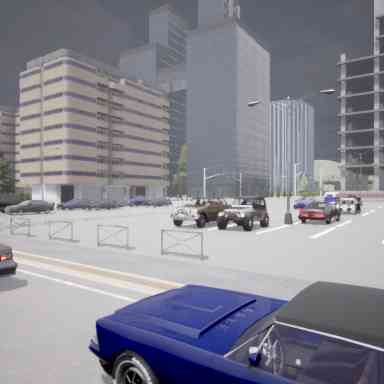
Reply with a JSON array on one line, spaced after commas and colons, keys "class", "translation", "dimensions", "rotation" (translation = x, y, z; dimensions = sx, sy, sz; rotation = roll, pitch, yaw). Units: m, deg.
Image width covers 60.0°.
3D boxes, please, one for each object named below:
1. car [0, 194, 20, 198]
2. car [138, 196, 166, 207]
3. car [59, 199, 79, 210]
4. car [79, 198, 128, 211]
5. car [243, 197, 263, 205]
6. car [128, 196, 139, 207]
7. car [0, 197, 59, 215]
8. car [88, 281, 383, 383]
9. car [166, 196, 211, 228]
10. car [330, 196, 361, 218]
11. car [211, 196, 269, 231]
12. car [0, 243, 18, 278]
[{"class": "car", "translation": [-20.212, 1.222, 33.991], "dimensions": [2.150, 2.045, 5.566], "rotation": [0, 0, 34]}, {"class": "car", "translation": [-5.142, 1.547, 50.141], "dimensions": [2.033, 1.411, 5.357], "rotation": [0, 0, 34]}, {"class": "car", "translation": [-14.502, 1.547, 42.500], "dimensions": [2.033, 1.411, 5.357], "rotation": [0, 0, 34]}, {"class": "car", "translation": [-10.934, 1.547, 41.525], "dimensions": [2.033, 1.411, 5.357], "rotation": [0, 0, 34]}, {"class": "car", "translation": [11.402, 1.601, 61.912], "dimensions": [1.895, 1.301, 4.718], "rotation": [0, 0, 35]}, {"class": "car", "translation": [-8.826, 1.352, 50.896], "dimensions": [2.097, 1.767, 4.553], "rotation": [0, 0, 35]}, {"class": "car", "translation": [-16.264, 1.526, 33.553], "dimensions": [1.812, 1.442, 4.674], "rotation": [0, 0, 34]}, {"class": "car", "translation": [1.172, 1.601, 3.153], "dimensions": [4.718, 1.301, 1.895], "rotation": [0, 0, 35]}, {"class": "car", "translation": [0.694, 1.153, 20.908], "dimensions": [1.932, 1.855, 4.605], "rotation": [0, 0, 34]}, {"class": "car", "translation": [15.086, 1.395, 32.197], "dimensions": [1.970, 1.475, 3.806], "rotation": [0, 0, 34]}, {"class": "car", "translation": [3.062, 1.156, 19.242], "dimensions": [1.905, 1.878, 3.866], "rotation": [0, 0, 34]}, {"class": "car", "translation": [-6.673, 1.547, 8.669], "dimensions": [5.357, 1.411, 2.033], "rotation": [0, 0, 35]}]
